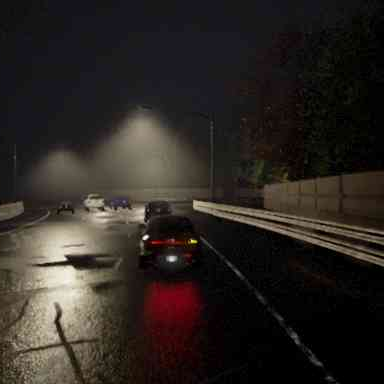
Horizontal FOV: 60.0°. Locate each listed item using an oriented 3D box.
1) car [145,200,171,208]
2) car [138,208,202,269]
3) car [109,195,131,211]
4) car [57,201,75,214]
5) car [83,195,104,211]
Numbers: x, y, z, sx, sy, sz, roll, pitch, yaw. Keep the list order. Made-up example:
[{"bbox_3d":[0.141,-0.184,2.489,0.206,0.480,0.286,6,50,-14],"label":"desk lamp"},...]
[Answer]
[{"bbox_3d":[-2.806,1.445,27.325,2.097,1.767,4.553,0,0,-8],"label":"car"},{"bbox_3d":[-0.779,1.545,11.412,1.837,1.490,4.892,0,0,-6],"label":"car"},{"bbox_3d":[-9.742,1.392,44.940,2.150,2.045,5.566,0,0,-24],"label":"car"},{"bbox_3d":[-14.685,1.715,38.708,2.033,1.411,5.357,0,0,-22],"label":"car"},{"bbox_3d":[-12.732,1.396,43.035,2.150,2.045,5.566,0,0,-23],"label":"car"}]
